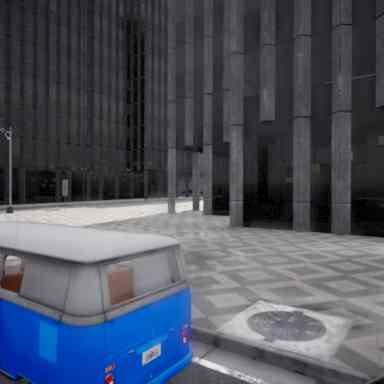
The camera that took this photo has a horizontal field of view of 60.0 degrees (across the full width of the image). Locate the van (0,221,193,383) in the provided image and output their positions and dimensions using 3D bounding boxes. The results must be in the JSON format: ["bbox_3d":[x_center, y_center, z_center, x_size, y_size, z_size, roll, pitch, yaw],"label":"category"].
[{"bbox_3d":[-1.897,1.339,4.318,3.998,1.788,1.690,0,0,36],"label":"van"}]

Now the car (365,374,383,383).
[{"bbox_3d":[2.600,1.441,1.110,4.097,1.590,1.967,0,0,36],"label":"car"}]
